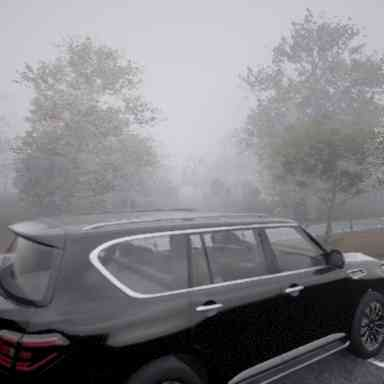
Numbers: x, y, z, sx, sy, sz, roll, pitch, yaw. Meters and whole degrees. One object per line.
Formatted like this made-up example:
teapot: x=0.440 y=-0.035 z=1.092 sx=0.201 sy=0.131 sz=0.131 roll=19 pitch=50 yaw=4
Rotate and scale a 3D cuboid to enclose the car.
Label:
car: x=0.416 y=1.252 z=4.353 sx=5.566 sy=2.045 sz=2.435 roll=0 pitch=0 yaw=-35
